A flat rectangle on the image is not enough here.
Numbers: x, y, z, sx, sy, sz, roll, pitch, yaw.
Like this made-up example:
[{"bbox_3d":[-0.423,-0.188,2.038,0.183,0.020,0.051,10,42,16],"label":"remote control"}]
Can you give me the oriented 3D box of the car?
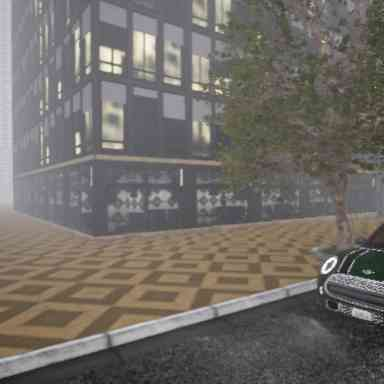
[{"bbox_3d":[4.521,1.345,6.581,4.553,1.767,2.097,0,0,-35],"label":"car"}]
